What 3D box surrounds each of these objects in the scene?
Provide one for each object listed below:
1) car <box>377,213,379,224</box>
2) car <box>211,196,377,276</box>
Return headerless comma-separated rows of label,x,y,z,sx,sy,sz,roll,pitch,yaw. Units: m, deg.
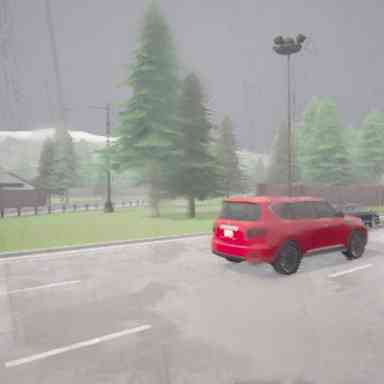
car,8.450,1.300,18.368,4.902,1.511,2.128,-1,1,-35
car,3.150,1.131,10.289,5.566,2.045,2.150,-1,1,-35
